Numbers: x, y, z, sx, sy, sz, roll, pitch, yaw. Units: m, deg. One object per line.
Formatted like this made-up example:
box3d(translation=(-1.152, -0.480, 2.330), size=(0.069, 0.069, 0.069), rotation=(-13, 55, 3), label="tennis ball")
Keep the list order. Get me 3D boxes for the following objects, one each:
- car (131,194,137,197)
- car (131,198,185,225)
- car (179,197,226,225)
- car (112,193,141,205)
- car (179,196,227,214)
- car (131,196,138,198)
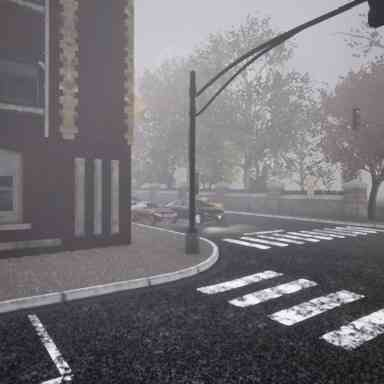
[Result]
box3d(translation=(-5.705, 1.029, 29.816), size=(1.837, 1.490, 4.892), rotation=(0, 1, -36), label="car")
box3d(translation=(-2.523, 1.257, 21.004), size=(1.802, 1.307, 4.206), rotation=(2, 0, -36), label="car")
box3d(translation=(0.145, 1.207, 21.668), size=(1.837, 1.490, 4.892), rotation=(0, 1, -39), label="car")
box3d(translation=(-8.693, 0.864, 43.860), size=(2.008, 1.369, 4.403), rotation=(1, 0, -36), label="car")
box3d(translation=(0.934, 1.129, 30.532), size=(1.752, 1.417, 4.829), rotation=(1, 0, -36), label="car")
box3d(translation=(-5.764, 1.158, 25.492), size=(1.802, 1.307, 4.206), rotation=(2, 0, -36), label="car")
